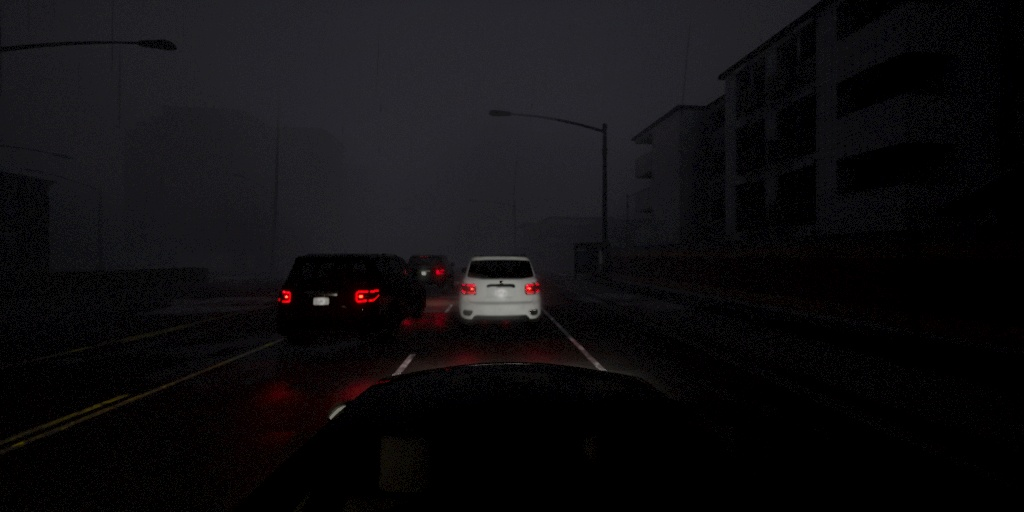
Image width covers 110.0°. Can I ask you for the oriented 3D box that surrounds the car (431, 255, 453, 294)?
[{"bbox_3d":[-4.485,0.953,20.032,2.150,2.045,5.566,0,0,-4],"label":"car"}]

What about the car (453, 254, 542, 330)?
[{"bbox_3d":[-0.407,0.962,11.225,2.150,2.045,5.566,0,0,-3],"label":"car"}]

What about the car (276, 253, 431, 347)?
[{"bbox_3d":[-3.801,0.963,9.538,2.150,2.045,5.566,0,0,-3],"label":"car"}]
